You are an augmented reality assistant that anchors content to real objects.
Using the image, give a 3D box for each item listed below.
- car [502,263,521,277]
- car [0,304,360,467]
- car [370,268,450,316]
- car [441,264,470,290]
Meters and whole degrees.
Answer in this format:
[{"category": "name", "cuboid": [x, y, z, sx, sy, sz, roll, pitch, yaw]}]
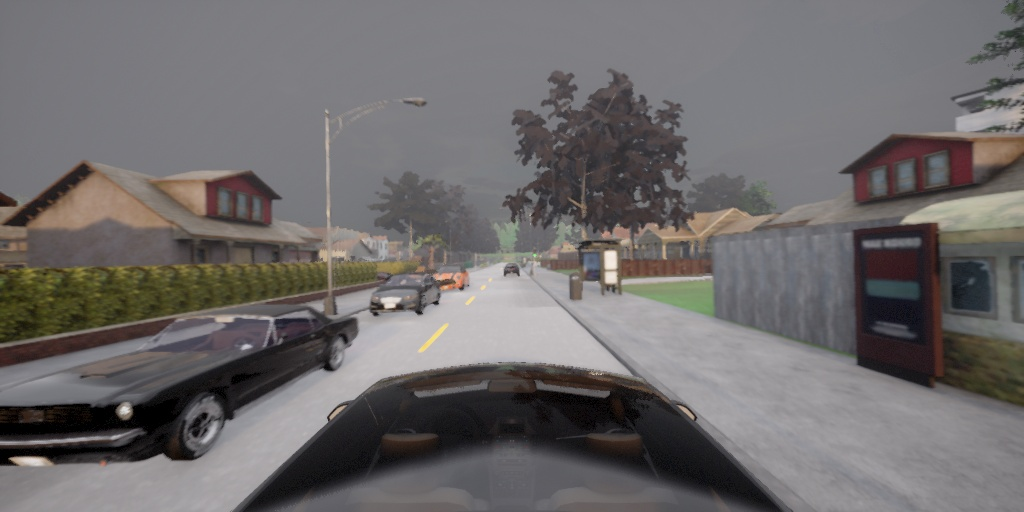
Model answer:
[{"category": "car", "cuboid": [-0.036, 1.606, 42.262, 1.837, 1.490, 4.892, -1, 0, 0]}, {"category": "car", "cuboid": [-4.115, 1.472, 5.276, 1.895, 1.301, 4.718, -1, 0, 0]}, {"category": "car", "cuboid": [-4.144, 1.443, 14.623, 2.128, 1.511, 4.902, -1, 0, 0]}, {"category": "car", "cuboid": [-4.160, 1.392, 24.781, 2.097, 1.767, 4.553, -1, 0, 0]}]
